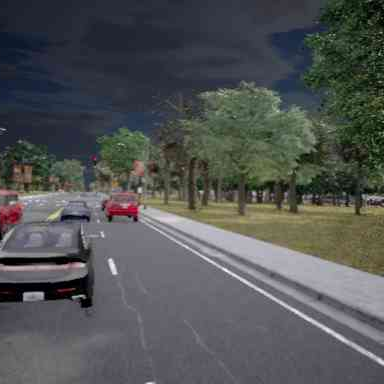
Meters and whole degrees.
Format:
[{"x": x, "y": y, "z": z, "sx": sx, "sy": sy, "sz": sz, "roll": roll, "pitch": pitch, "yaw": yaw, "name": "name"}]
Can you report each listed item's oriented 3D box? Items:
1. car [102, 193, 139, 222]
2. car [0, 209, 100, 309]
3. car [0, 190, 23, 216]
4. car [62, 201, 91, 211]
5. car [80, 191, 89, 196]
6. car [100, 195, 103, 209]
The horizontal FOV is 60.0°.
[{"x": -5.481, "y": 1.118, "z": 25.842, "sx": 2.150, "sy": 2.045, "sz": 5.566, "roll": 3, "pitch": -1, "yaw": -17, "name": "car"}, {"x": -3.170, "y": 1.392, "z": 7.487, "sx": 2.128, "sy": 1.511, "sz": 4.902, "roll": 3, "pitch": 0, "yaw": -17, "name": "car"}, {"x": -9.042, "y": 0.906, "z": 14.778, "sx": 2.150, "sy": 2.045, "sz": 5.566, "roll": 3, "pitch": -1, "yaw": -17, "name": "car"}, {"x": -8.343, "y": 1.328, "z": 24.063, "sx": 1.994, "sy": 1.385, "sz": 4.181, "roll": 3, "pitch": 0, "yaw": -17, "name": "car"}, {"x": -27.905, "y": 0.457, "z": 86.499, "sx": 2.097, "sy": 1.767, "sz": 4.553, "roll": 3, "pitch": 0, "yaw": -17, "name": "car"}, {"x": -9.191, "y": 1.279, "z": 37.365, "sx": 1.882, "sy": 1.535, "sz": 5.008, "roll": 3, "pitch": 0, "yaw": -17, "name": "car"}]
